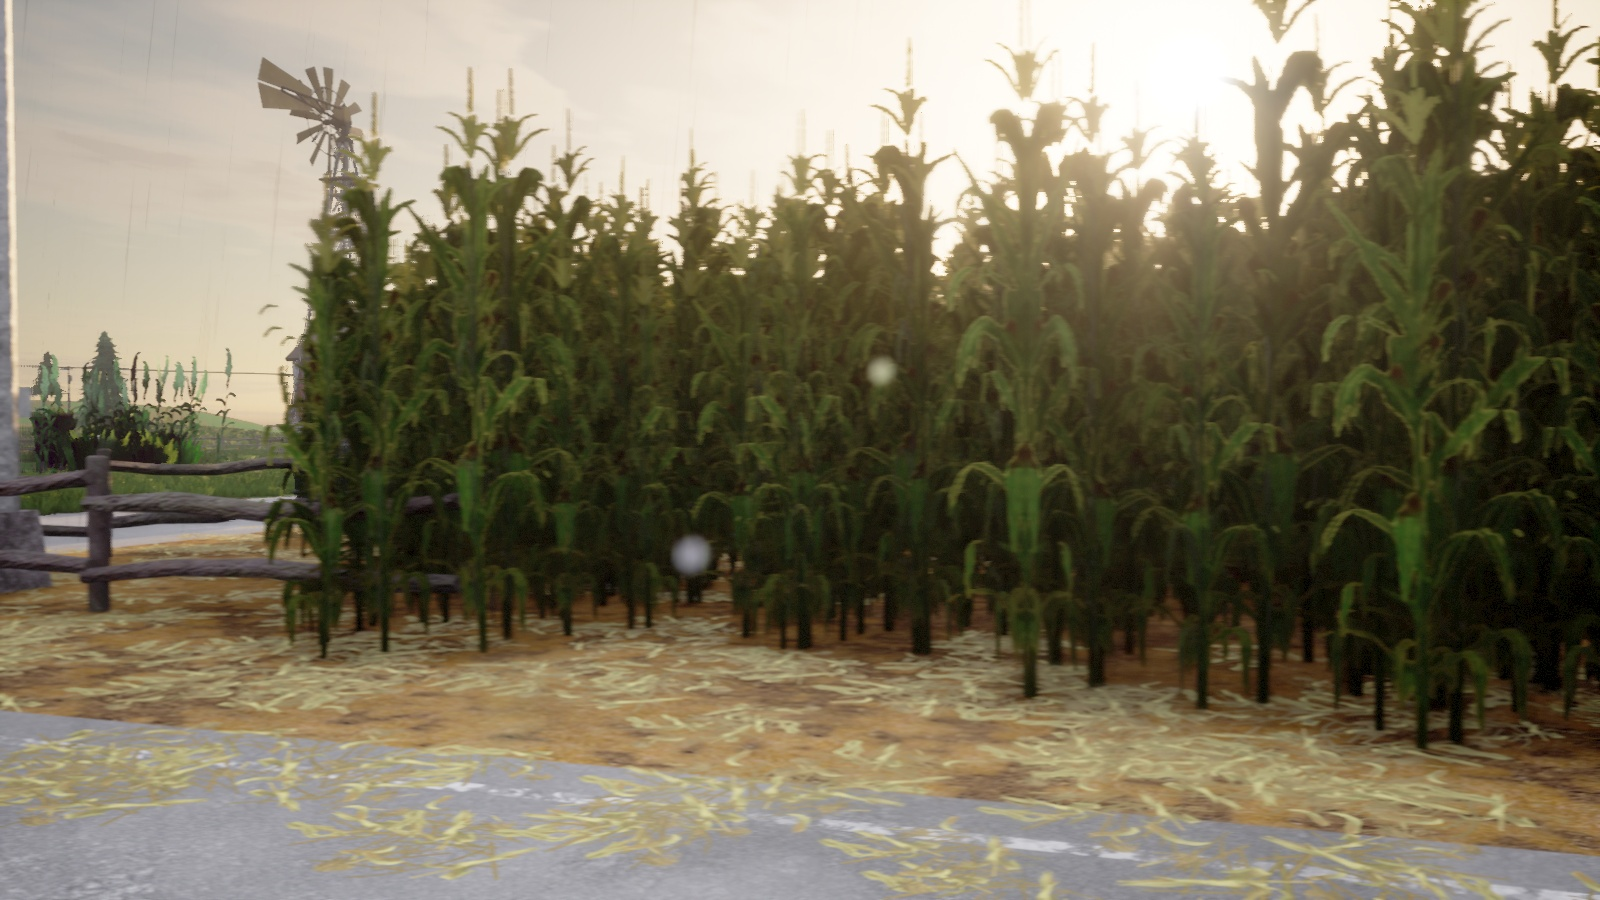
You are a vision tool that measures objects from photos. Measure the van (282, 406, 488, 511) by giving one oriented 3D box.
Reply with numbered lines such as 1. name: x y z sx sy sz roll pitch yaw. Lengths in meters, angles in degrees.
1. van: -8.534 0.128 26.262 1.775 1.987 4.442 1 1 19
